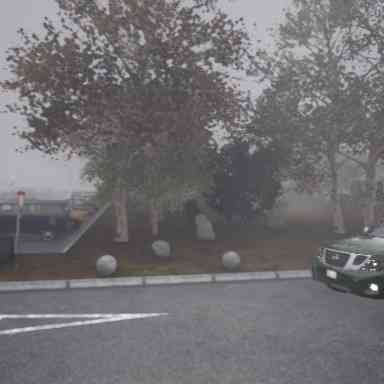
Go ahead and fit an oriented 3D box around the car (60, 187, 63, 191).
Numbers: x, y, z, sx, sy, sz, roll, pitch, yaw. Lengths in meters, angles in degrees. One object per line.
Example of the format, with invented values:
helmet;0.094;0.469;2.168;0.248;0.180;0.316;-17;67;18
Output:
car;-33.673;0.146;78.520;4.674;1.452;2.002;1;1;-11

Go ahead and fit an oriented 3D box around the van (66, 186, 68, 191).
van;-34.620;-0.246;84.044;4.442;1.987;1.878;1;1;-11

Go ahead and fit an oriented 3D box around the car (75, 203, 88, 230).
car;-8.739;1.555;19.005;4.792;1.488;2.163;1;1;-11

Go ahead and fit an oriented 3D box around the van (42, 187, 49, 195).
van;-30.872;0.152;64.776;4.442;1.987;1.878;1;1;-11

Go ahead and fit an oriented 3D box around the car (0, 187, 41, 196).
car;-29.408;0.271;56.494;5.566;2.045;2.435;1;1;-11

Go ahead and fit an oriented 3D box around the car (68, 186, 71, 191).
car;-35.296;-0.345;86.764;5.566;2.045;2.435;1;1;-11

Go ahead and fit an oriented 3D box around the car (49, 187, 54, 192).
car;-31.533;0.326;67.507;5.008;1.535;2.097;1;1;-11

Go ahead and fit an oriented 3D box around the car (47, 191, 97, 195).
car;-11.383;1.148;32.623;4.553;1.767;2.185;1;1;-11

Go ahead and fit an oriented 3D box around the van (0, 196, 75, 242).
van;-8.347;1.348;16.251;4.442;1.987;1.878;1;1;-11

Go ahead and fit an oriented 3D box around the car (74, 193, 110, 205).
car;-14.626;1.008;48.958;4.792;1.488;2.163;1;1;-11

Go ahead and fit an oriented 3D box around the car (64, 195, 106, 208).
car;-13.011;1.165;40.792;4.674;1.452;2.002;1;1;-11

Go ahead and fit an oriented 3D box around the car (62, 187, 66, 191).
car;-34.198;0.043;81.272;4.892;1.521;2.231;1;1;-11

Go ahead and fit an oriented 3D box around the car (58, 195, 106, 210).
car;-12.482;1.174;38.065;5.008;1.535;2.097;1;1;-11

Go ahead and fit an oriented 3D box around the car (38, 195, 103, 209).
car;-10.881;1.323;29.895;5.008;1.535;2.097;1;1;-11

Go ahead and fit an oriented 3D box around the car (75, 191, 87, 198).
car;-24.696;0.514;74.237;1.895;1.301;4.718;1;1;-11

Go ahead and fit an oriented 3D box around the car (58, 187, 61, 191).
car;-33.106;0.197;75.770;4.792;1.488;2.163;1;1;-11

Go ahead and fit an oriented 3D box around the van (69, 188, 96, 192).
van;-13.417;0.853;43.535;4.442;1.987;1.878;1;1;-11

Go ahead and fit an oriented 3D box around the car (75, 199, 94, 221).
car;-9.480;1.467;21.689;5.366;1.575;1.946;1;1;-11

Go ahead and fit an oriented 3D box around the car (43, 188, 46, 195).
car;-30.455;0.464;62.007;4.674;1.452;2.002;1;1;-11

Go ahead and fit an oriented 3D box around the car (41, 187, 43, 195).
car;-30.103;0.466;59.219;5.366;1.575;1.946;1;1;-11

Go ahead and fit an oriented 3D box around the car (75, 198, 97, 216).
car;-9.799;1.454;24.454;4.792;1.488;2.163;1;1;-11

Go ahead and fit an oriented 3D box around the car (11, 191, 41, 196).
car;-22.304;0.969;44.794;1.895;1.301;4.718;1;1;-11

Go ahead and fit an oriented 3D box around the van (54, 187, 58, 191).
van;-32.479;-0.002;73.032;4.442;1.987;1.878;1;1;-11

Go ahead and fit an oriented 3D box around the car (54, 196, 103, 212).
car;-11.950;1.264;35.343;4.674;1.452;2.002;1;1;-11

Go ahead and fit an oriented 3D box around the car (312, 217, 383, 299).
car;5.705;1.474;7.969;5.566;2.045;2.150;1;-2;-15

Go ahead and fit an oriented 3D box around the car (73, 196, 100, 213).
car;-10.363;1.374;27.169;4.892;1.521;2.231;1;1;-11
